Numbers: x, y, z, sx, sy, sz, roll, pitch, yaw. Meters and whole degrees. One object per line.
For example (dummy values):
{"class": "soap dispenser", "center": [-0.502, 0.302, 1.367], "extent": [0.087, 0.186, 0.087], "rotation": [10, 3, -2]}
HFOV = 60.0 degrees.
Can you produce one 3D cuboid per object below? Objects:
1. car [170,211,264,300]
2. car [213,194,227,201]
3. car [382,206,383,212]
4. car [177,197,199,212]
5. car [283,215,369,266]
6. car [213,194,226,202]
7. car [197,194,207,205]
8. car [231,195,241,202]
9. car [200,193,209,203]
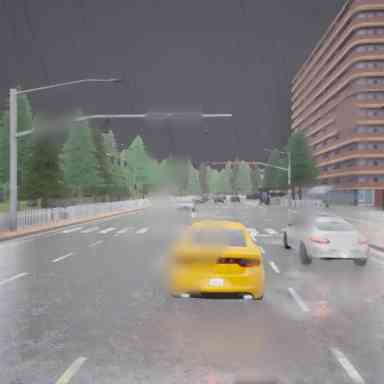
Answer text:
{"class": "car", "center": [0.657, 1.478, 8.488], "extent": [1.882, 1.535, 5.008], "rotation": [0, 0, 5]}
{"class": "car", "center": [7.308, 1.355, 87.341], "extent": [2.097, 1.767, 4.553], "rotation": [0, 0, 27]}
{"class": "car", "center": [22.452, 1.560, 34.514], "extent": [4.892, 1.490, 1.837], "rotation": [0, 0, 5]}
{"class": "car", "center": [-0.548, 1.537, 38.465], "extent": [1.812, 1.442, 4.674], "rotation": [0, 0, 5]}
{"class": "car", "center": [4.436, 1.526, 11.521], "extent": [1.812, 1.442, 4.674], "rotation": [0, 0, 5]}
{"class": "car", "center": [5.870, 1.596, 71.757], "extent": [1.895, 1.301, 4.718], "rotation": [0, 0, 10]}
{"class": "car", "center": [1.127, 1.525, 58.647], "extent": [1.812, 1.442, 4.674], "rotation": [0, 0, 5]}
{"class": "car", "center": [9.581, 1.500, 73.075], "extent": [1.837, 1.490, 4.892], "rotation": [0, 0, 10]}
{"class": "car", "center": [2.480, 1.225, 72.869], "extent": [2.150, 2.045, 5.566], "rotation": [0, 0, 6]}
